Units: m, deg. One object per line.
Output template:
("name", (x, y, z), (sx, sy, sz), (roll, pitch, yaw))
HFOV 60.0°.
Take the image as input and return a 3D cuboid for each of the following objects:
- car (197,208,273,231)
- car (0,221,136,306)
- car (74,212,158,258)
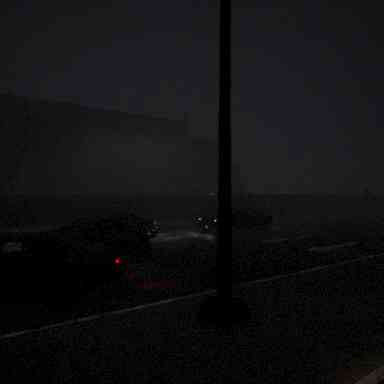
("car", (2.623, 1.652, 19.961), (4.718, 1.301, 1.895), (0, 0, -35))
("car", (-4.061, 1.549, 6.623), (5.357, 1.411, 2.033), (0, 0, -36))
("car", (-3.490, 1.578, 11.326), (4.181, 1.385, 1.994), (0, 0, -35))
